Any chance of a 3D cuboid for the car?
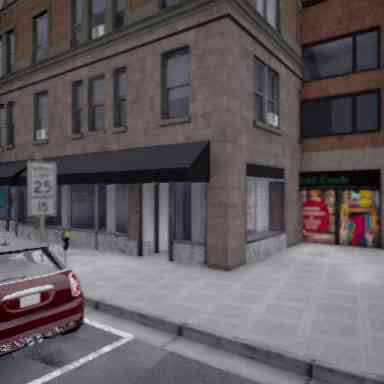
[{"bbox_3d":[-3.689,1.441,5.480,4.097,1.590,1.967,0,0,36],"label":"car"}]
